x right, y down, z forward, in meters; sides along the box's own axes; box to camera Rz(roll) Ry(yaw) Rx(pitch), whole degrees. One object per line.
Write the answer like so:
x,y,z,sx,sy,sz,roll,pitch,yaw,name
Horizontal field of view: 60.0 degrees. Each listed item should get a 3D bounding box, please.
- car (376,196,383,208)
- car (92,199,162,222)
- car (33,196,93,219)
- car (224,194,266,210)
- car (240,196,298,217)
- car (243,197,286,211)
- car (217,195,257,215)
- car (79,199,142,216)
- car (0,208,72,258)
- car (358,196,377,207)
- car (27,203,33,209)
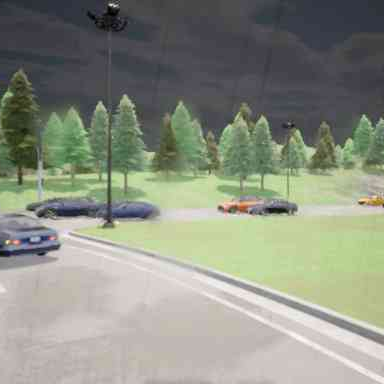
26.007,1.402,41.617,4.902,1.511,2.128,0,0,-24,car
-4.542,1.377,24.237,4.674,1.442,1.812,0,0,-24,car
-9.590,1.169,25.820,4.553,1.767,2.097,0,0,-24,car
6.469,1.171,40.613,4.553,1.767,2.097,0,0,-24,car
7.093,1.370,29.410,4.902,1.511,2.128,0,0,-24,car
8.190,1.369,37.544,4.674,1.442,1.812,0,0,-24,car
4.705,1.206,32.177,4.553,1.767,2.097,0,0,-24,car
-7.453,1.351,30.603,5.357,1.411,2.033,0,0,-24,car
-6.625,1.454,11.665,5.357,1.411,2.033,1,0,41,car
27.032,1.349,49.698,5.008,1.535,1.882,0,0,-23,car
-13.160,1.275,31.895,4.892,1.490,1.837,1,0,-24,car
